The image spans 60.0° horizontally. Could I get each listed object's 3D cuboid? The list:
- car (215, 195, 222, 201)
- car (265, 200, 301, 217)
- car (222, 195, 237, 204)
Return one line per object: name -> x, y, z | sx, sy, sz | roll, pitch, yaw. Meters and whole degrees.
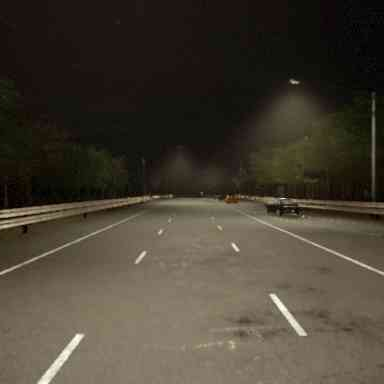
car -> 7.022, 1.409, 77.307 | 1.837, 1.490, 4.892 | 0, 0, 0
car -> 8.372, 1.459, 31.200 | 2.128, 1.511, 4.902 | 0, 0, -9
car -> 6.968, 1.385, 59.655 | 1.882, 1.535, 5.008 | 0, 0, 0
